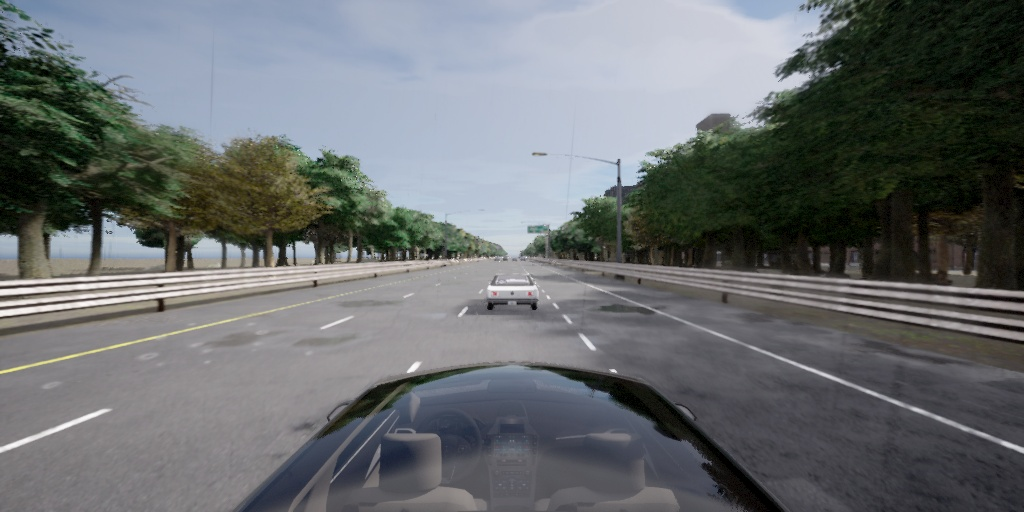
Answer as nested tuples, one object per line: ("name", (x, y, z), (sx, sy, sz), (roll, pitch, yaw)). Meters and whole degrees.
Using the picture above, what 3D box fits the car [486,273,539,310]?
("car", (0.011, 1.354, 14.786), (1.895, 1.301, 4.718), (0, 0, 0))
